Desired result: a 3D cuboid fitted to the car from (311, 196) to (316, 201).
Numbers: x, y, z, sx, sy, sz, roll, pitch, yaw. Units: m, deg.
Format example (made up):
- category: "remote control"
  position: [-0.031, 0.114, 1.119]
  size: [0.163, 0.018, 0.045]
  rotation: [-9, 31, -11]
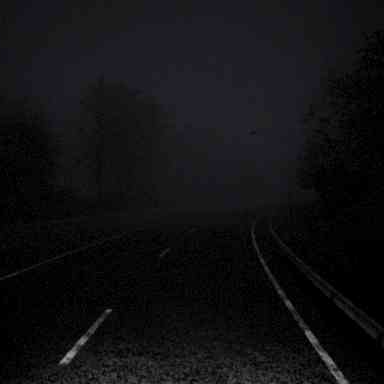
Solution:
- category: "car"
  position: [31.395, 1.575, 83.083]
  size: [1.812, 1.442, 4.674]
  rotation: [-3, -3, 44]
